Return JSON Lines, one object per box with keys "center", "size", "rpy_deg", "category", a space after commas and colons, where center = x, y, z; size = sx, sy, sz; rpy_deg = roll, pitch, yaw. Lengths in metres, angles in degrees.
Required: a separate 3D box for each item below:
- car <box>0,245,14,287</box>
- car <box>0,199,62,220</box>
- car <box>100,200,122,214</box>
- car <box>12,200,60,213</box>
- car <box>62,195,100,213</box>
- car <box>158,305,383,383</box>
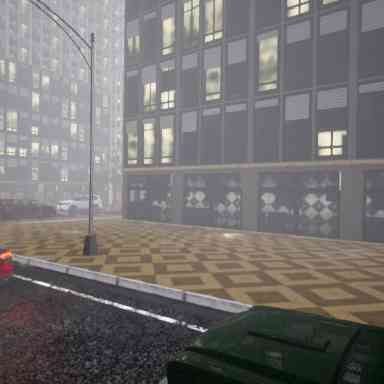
{"center": [-6.076, 1.521, 7.983], "size": [4.674, 1.442, 1.812], "rpy_deg": [0, 0, 35], "category": "car"}
{"center": [-14.819, 1.518, 29.926], "size": [2.192, 1.841, 5.009], "rpy_deg": [1, 0, 36], "category": "car"}
{"center": [-8.043, 1.829, 39.153], "size": [1.752, 1.417, 4.829], "rpy_deg": [1, 0, 36], "category": "car"}
{"center": [-18.339, 1.642, 39.293], "size": [1.752, 1.417, 4.829], "rpy_deg": [1, 0, 36], "category": "car"}
{"center": [-13.772, 1.416, 41.114], "size": [2.150, 2.045, 5.566], "rpy_deg": [1, 0, 36], "category": "car"}
{"center": [2.035, 1.601, 2.235], "size": [4.718, 1.301, 1.895], "rpy_deg": [0, 0, 35], "category": "car"}
